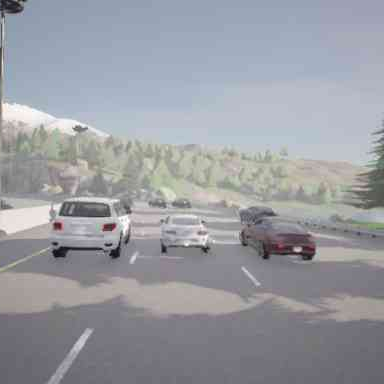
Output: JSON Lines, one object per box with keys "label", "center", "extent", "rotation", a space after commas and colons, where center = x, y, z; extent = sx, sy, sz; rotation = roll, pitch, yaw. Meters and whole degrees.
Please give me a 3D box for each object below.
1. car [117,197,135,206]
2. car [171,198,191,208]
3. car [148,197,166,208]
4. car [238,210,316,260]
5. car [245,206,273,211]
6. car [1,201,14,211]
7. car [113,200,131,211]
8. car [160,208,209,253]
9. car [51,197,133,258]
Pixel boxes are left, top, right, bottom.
{"label": "car", "center": [-12.081, 1.674, 60.787], "extent": [2.128, 1.511, 4.902], "rotation": [2, -1, -23]}
{"label": "car", "center": [-1.799, 1.735, 53.606], "extent": [2.097, 1.767, 4.553], "rotation": [1, 0, -19]}
{"label": "car", "center": [-5.665, 1.641, 54.060], "extent": [2.097, 1.767, 4.553], "rotation": [1, 0, -20]}
{"label": "car", "center": [3.244, 1.713, 13.181], "extent": [1.812, 1.442, 4.674], "rotation": [2, 0, -5]}
{"label": "car", "center": [5.132, 1.846, 26.337], "extent": [1.837, 1.490, 4.892], "rotation": [2, 0, -10]}
{"label": "car", "center": [-16.582, 1.408, 28.018], "extent": [1.994, 1.385, 4.181], "rotation": [2, 0, -11]}
{"label": "car", "center": [-9.081, 1.715, 42.828], "extent": [1.895, 1.301, 4.718], "rotation": [2, 0, -17]}
{"label": "car", "center": [-0.383, 1.630, 14.210], "extent": [1.812, 1.442, 4.674], "rotation": [2, -1, -5]}
{"label": "car", "center": [-3.636, 1.234, 12.856], "extent": [2.150, 2.045, 5.566], "rotation": [2, 0, -6]}
